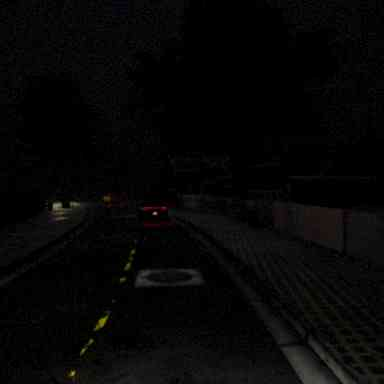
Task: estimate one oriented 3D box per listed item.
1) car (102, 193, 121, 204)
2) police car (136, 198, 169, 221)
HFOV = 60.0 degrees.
[{"bbox_3d":[-11.779,0.872,48.349,1.801,1.575,5.366,0,1,-26],"label":"car"},{"bbox_3d":[-3.032,1.269,24.684,2.038,1.542,4.974,0,1,-13],"label":"police car"}]
